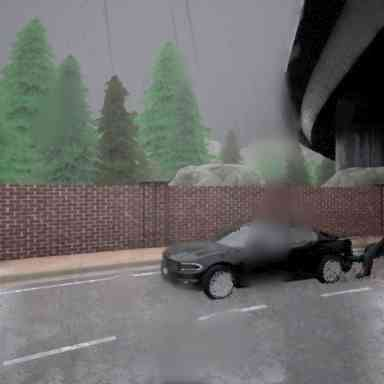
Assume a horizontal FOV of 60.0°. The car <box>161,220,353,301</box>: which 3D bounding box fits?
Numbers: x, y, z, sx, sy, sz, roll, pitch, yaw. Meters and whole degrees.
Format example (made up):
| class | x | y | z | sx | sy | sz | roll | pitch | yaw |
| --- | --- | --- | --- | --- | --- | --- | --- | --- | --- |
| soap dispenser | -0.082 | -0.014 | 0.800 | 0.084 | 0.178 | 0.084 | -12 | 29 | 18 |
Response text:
| class | x | y | z | sx | sy | sz | roll | pitch | yaw |
| --- | --- | --- | --- | --- | --- | --- | --- | --- | --- |
| car | 1.705 | 1.483 | 8.340 | 5.008 | 1.535 | 1.882 | 0 | 0 | -24 |
